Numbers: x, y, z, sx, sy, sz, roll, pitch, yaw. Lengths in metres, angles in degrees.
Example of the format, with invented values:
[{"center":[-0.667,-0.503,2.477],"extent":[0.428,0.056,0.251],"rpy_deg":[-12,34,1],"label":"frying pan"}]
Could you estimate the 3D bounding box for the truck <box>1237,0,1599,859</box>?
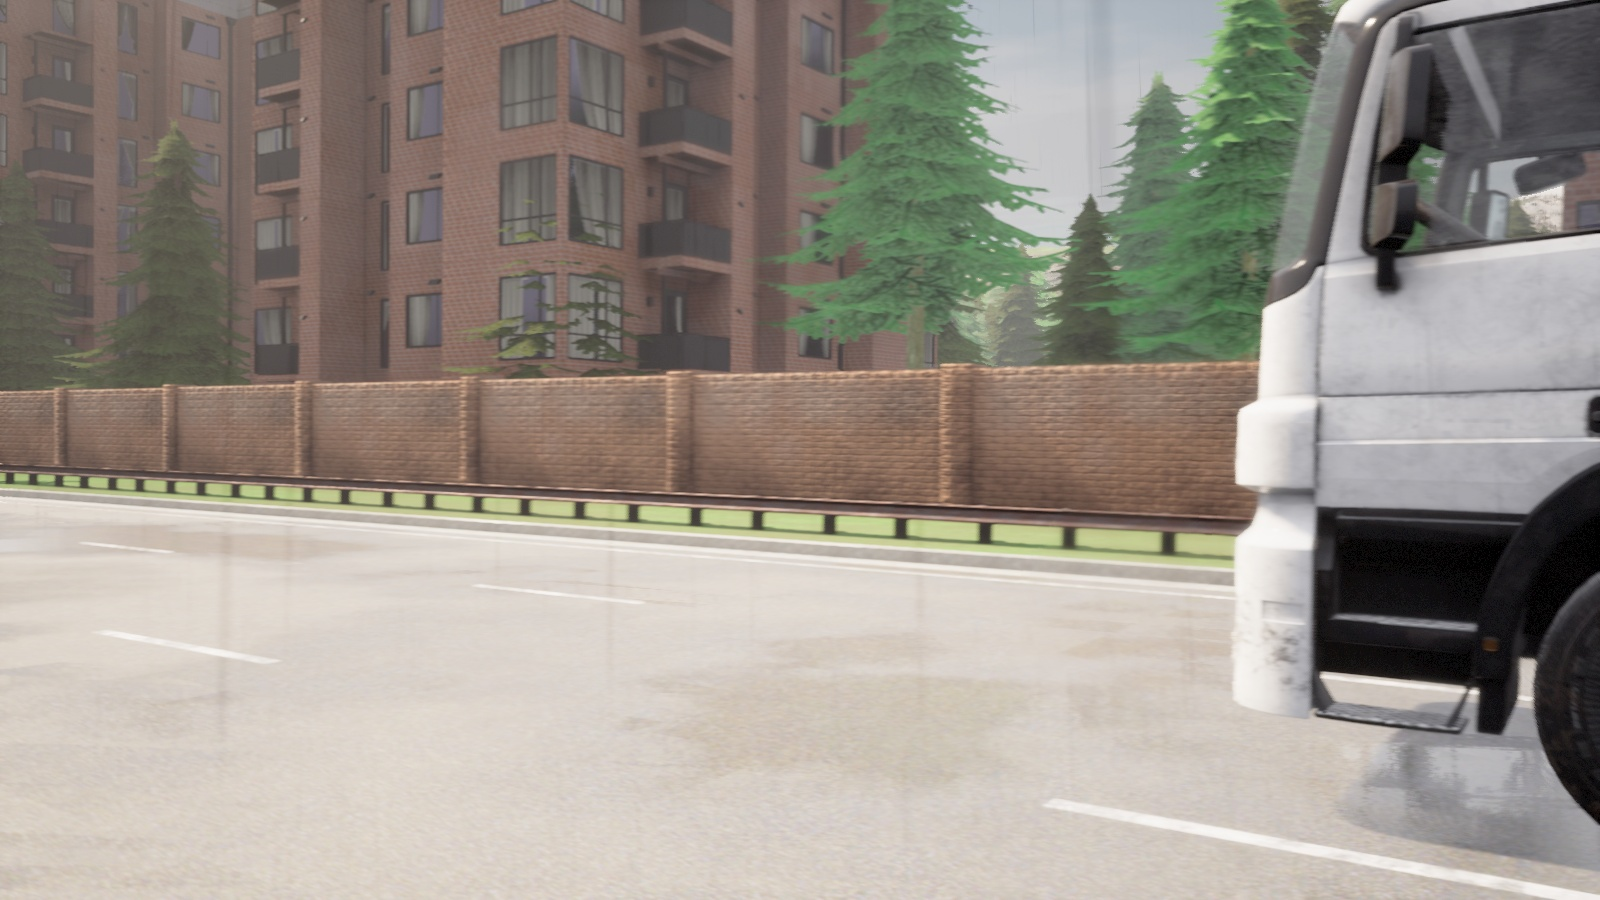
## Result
[{"center":[5.825,-0.358,3.935],"extent":[7.936,3.462,2.891],"rpy_deg":[0,1,34],"label":"truck"}]
